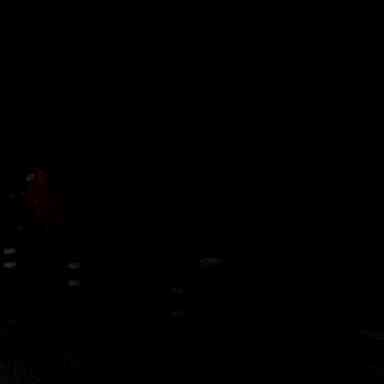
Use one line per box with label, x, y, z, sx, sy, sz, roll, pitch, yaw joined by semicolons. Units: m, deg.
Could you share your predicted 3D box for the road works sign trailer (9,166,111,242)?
road works sign trailer;-4.898;0.819;12.145;3.560;2.880;2.380;3;-41;36
